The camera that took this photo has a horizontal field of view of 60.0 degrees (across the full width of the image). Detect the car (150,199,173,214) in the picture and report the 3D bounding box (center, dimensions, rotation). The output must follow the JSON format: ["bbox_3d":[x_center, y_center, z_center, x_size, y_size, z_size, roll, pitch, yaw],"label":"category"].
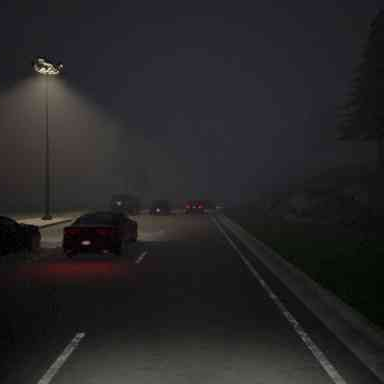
[{"bbox_3d":[-3.193,1.503,34.721,1.837,1.490,4.892,0,-1,2],"label":"car"}]

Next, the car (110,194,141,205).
[{"bbox_3d":[-6.742,1.222,34.000,2.150,2.045,5.566,0,0,2],"label":"car"}]

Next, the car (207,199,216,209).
[{"bbox_3d":[1.946,1.564,44.519,1.994,1.385,4.181,0,0,14],"label":"car"}]

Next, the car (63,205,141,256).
[{"bbox_3d":[-3.400,1.477,13.151,1.882,1.535,5.008,0,0,0],"label":"car"}]

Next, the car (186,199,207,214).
[{"bbox_3d":[0.332,1.547,35.211,2.033,1.411,5.357,0,0,3],"label":"car"}]

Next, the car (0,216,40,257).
[{"bbox_3d":[-6.900,1.477,11.058,1.882,1.535,5.008,0,0,0],"label":"car"}]
